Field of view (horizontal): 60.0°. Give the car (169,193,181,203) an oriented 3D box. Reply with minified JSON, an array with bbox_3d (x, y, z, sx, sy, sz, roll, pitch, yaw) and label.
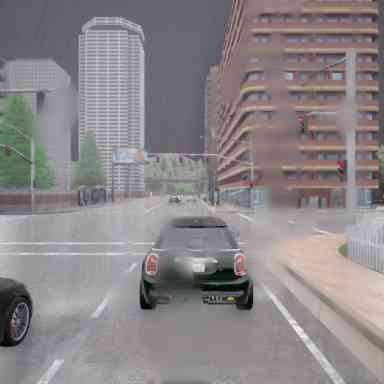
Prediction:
[{"bbox_3d":[-3.546,1.490,66.128,2.128,1.511,4.902,0,0,0],"label":"car"}]

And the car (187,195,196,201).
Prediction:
[{"bbox_3d":[-0.188,1.507,85.386,2.128,1.511,4.902,0,0,0],"label":"car"}]

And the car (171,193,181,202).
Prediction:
[{"bbox_3d":[-3.668,1.219,76.127,2.150,2.045,5.566,0,0,0],"label":"car"}]

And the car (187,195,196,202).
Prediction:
[{"bbox_3d":[-0.168,1.519,76.386,1.812,1.442,4.674,0,0,0],"label":"car"}]

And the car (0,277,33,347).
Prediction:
[{"bbox_3d":[-3.433,1.526,3.358,1.812,1.442,4.674,0,0,0],"label":"car"}]

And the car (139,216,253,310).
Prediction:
[{"bbox_3d":[0.096,1.352,7.978,2.097,1.767,4.553,0,0,1],"label":"car"}]
